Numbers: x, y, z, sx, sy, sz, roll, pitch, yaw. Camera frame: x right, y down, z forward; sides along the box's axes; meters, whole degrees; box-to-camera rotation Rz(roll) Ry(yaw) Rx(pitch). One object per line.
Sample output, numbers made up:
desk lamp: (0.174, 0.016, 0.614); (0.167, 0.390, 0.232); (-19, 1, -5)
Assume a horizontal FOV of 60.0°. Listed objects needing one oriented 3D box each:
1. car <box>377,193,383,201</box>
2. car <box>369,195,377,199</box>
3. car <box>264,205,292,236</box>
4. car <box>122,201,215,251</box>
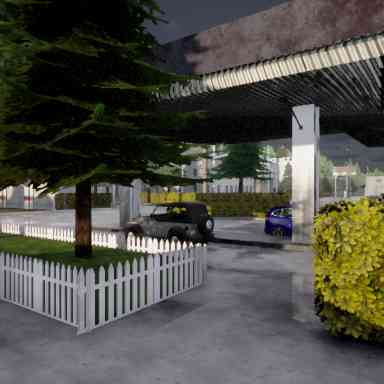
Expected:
car: (25.808, 1.077, 43.496); (1.905, 1.878, 3.866); (0, 0, 35)
car: (33.073, 1.298, 60.237); (2.007, 1.523, 4.514); (0, 0, 35)
car: (5.854, 1.480, 15.962); (4.611, 1.667, 2.242); (0, 0, 35)
car: (-0.947, 1.313, 13.813); (3.866, 1.878, 1.905); (0, 0, 35)
